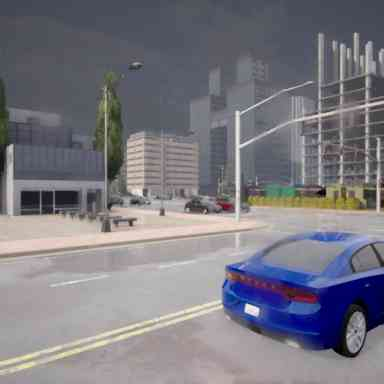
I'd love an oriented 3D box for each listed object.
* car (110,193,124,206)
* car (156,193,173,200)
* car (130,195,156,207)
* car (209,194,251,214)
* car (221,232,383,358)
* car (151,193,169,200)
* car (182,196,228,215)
[{"bbox_3d":[-12.846,1.222,53.352,2.150,2.045,5.566,0,0,-36],"label":"car"},{"bbox_3d":[-6.809,1.153,87.176,3.866,1.878,1.905,0,0,-38],"label":"car"},{"bbox_3d":[-8.223,1.490,52.939,2.128,1.511,4.902,0,0,-36],"label":"car"},{"bbox_3d":[4.209,1.353,35.933,2.097,1.767,4.553,0,0,-36],"label":"car"},{"bbox_3d":[2.766,1.477,6.126,5.008,1.535,1.882,0,0,-38],"label":"car"},{"bbox_3d":[-8.535,1.150,89.499,4.605,1.855,1.932,0,0,-38],"label":"car"},{"bbox_3d":[1.101,1.503,34.252,1.837,1.490,4.892,0,0,-36],"label":"car"}]
